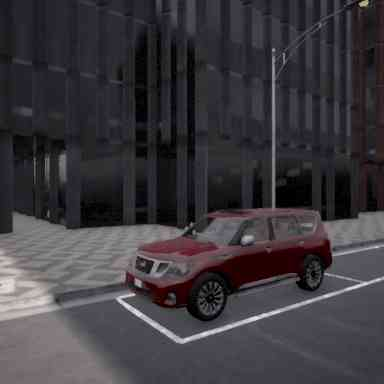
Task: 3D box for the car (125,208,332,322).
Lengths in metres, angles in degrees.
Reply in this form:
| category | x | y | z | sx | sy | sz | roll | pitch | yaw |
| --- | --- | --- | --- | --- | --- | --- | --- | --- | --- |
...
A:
| category | x | y | z | sx | sy | sz | roll | pitch | yaw |
| --- | --- | --- | --- | --- | --- | --- | --- | --- | --- |
| car | 1.083 | 1.313 | 7.422 | 5.009 | 1.841 | 2.192 | 0 | 0 | -36 |
